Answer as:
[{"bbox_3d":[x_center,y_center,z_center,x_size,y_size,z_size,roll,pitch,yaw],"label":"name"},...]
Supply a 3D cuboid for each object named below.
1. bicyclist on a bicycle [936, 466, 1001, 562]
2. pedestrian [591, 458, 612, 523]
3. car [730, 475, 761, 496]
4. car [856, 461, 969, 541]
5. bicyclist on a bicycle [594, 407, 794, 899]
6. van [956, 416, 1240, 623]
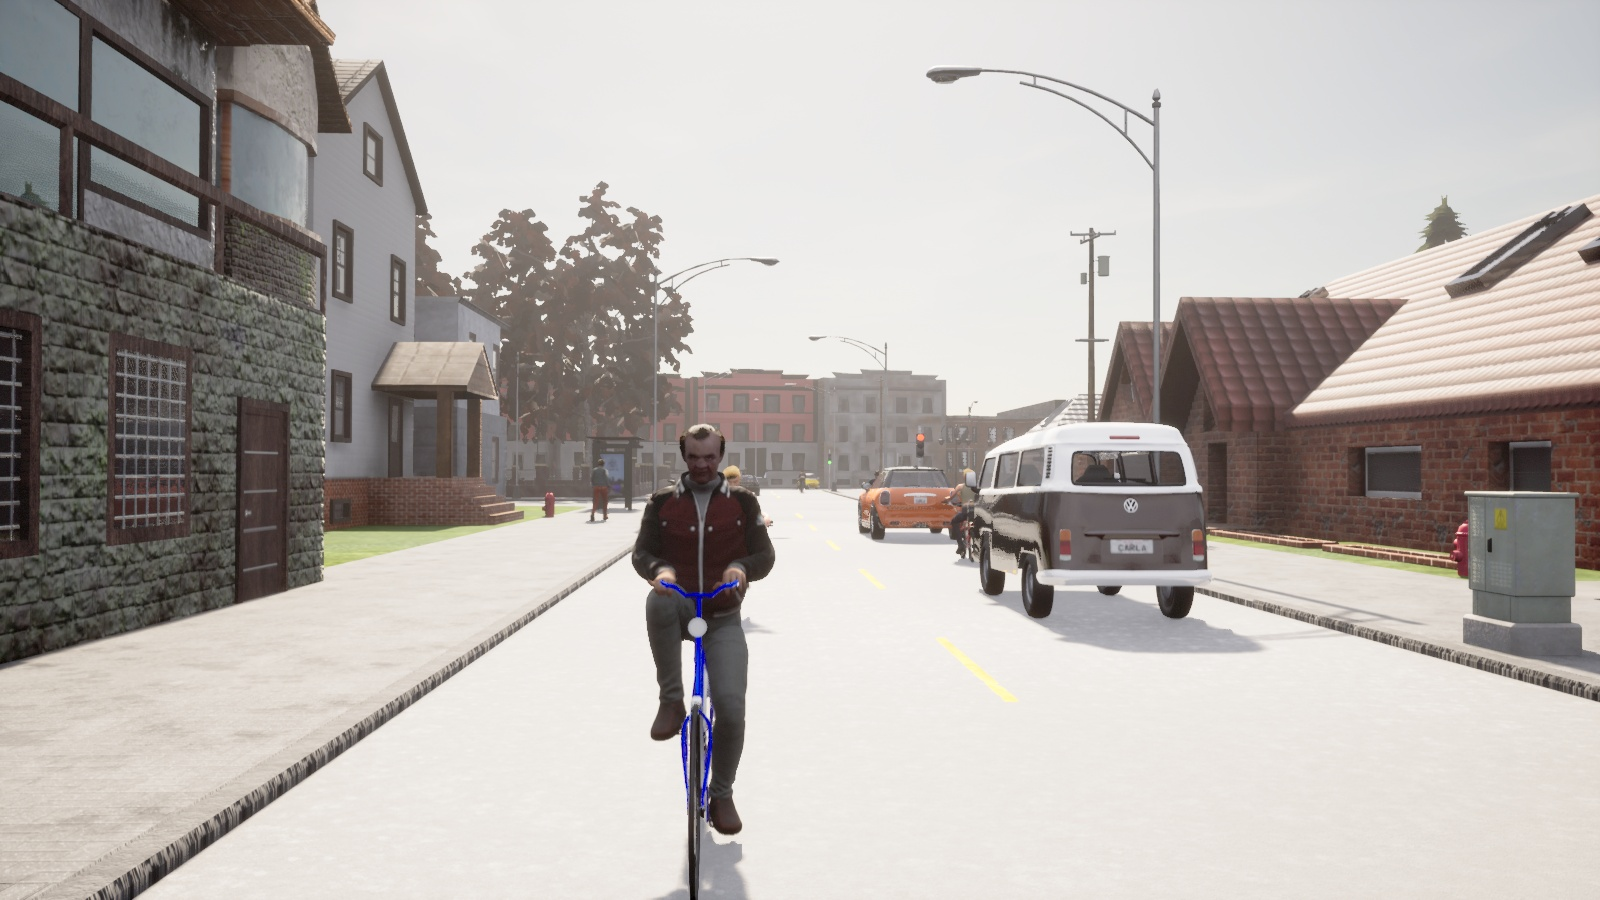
[{"bbox_3d":[2.935,1.109,22.021,0.866,1.612,1.509,0,-2,-2],"label":"bicyclist on a bicycle"},{"bbox_3d":[-5.673,1.149,35.947,0.353,1.847,0.614,-1,-1,16],"label":"pedestrian"},{"bbox_3d":[-3.554,2.286,80.992,1.895,1.301,4.718,0,-1,-4],"label":"car"},{"bbox_3d":[2.603,1.169,30.248,2.097,1.767,4.553,0,-1,-3],"label":"car"},{"bbox_3d":[-0.400,0.772,5.094,0.659,1.776,1.843,0,-2,-3],"label":"bicyclist on a bicycle"},{"bbox_3d":[3.239,0.763,14.705,2.069,2.038,4.480,0,-2,-2],"label":"van"}]
